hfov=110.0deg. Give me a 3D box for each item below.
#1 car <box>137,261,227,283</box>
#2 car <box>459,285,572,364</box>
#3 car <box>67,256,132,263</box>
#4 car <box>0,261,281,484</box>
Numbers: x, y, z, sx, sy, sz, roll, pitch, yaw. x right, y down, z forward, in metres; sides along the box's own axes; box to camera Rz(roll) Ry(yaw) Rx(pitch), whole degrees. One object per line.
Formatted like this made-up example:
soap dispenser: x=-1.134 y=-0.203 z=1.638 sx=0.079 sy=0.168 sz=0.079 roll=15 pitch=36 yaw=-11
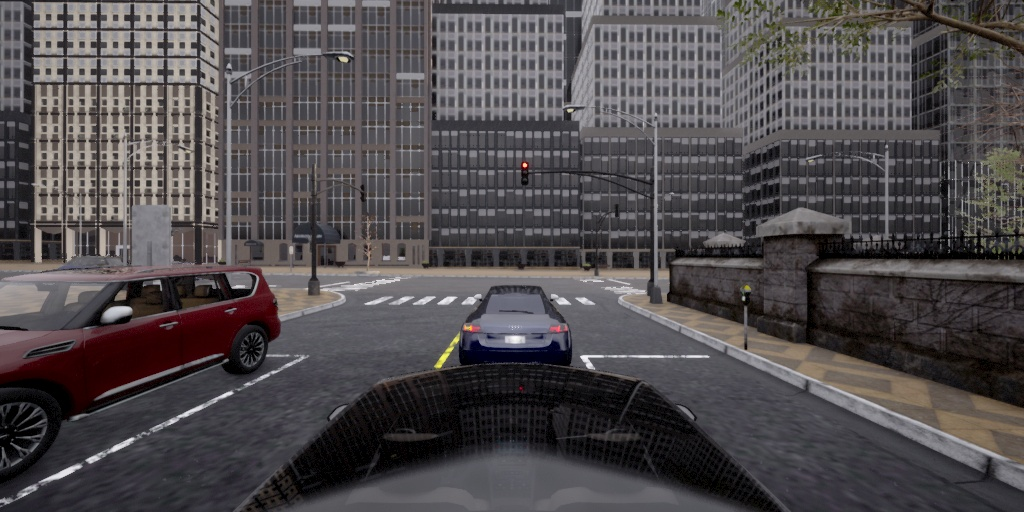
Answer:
car: x=-22.165 y=1.052 z=24.238 sx=4.181 sy=1.385 sz=1.994 roll=1 pitch=0 yaw=-1
car: x=0.088 y=1.314 z=7.767 sx=1.994 sy=1.385 sz=4.181 roll=0 pitch=0 yaw=1
car: x=-23.372 y=0.818 z=20.975 sx=4.553 sy=1.767 sz=2.097 roll=1 pitch=0 yaw=-1
car: x=-5.364 y=1.065 z=4.749 sx=2.192 sy=1.841 sz=5.009 roll=0 pitch=0 yaw=0
